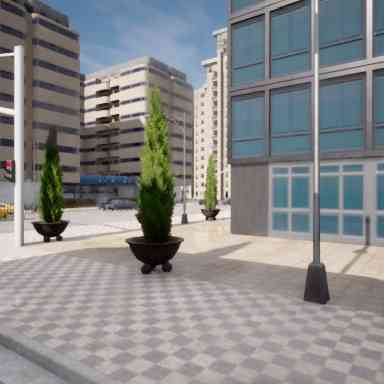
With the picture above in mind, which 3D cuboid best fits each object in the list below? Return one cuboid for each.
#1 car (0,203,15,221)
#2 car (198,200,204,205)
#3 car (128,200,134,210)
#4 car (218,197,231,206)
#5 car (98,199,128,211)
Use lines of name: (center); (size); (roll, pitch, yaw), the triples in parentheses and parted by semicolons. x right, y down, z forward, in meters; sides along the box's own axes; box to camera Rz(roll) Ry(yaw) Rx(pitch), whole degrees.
car: (-15.926, 1.533, 25.544); (1.882, 1.535, 5.008); (0, 0, 35)
car: (2.899, 1.625, 58.038); (1.994, 1.385, 4.181); (0, 0, 35)
car: (-5.117, 1.559, 40.813); (1.837, 1.490, 4.892); (0, 0, 35)
car: (5.848, 1.616, 56.143); (1.812, 1.442, 4.674); (0, 0, 35)
car: (-9.038, 1.603, 41.337); (2.033, 1.411, 5.357); (0, 0, 35)
